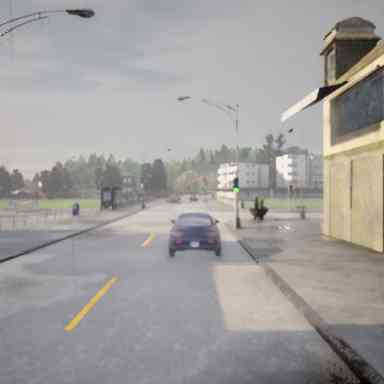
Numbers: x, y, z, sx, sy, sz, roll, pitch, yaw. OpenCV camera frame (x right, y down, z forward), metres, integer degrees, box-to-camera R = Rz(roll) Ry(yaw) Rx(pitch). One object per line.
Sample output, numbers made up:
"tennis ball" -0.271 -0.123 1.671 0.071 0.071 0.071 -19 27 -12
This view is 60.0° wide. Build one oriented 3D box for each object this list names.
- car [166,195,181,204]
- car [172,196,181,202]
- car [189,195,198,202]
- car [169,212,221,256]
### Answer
"car" -3.720 1.313 63.763 2.097 1.767 4.553 0 0 1
"car" -3.623 1.545 79.259 1.895 1.301 4.718 0 0 0
"car" 0.344 1.389 72.466 2.033 1.411 5.357 0 0 0
"car" 0.122 1.518 12.991 1.812 1.442 4.674 0 0 1
